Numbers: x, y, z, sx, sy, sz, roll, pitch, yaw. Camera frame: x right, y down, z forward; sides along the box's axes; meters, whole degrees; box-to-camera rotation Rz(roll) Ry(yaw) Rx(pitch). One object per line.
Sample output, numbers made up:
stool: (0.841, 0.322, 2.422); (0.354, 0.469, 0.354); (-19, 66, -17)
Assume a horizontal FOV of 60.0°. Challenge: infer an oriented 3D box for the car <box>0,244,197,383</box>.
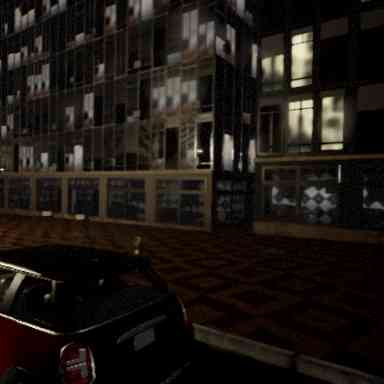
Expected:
car: (-2.036, 1.416, 4.295); (4.097, 1.590, 1.967); (0, 1, 35)
